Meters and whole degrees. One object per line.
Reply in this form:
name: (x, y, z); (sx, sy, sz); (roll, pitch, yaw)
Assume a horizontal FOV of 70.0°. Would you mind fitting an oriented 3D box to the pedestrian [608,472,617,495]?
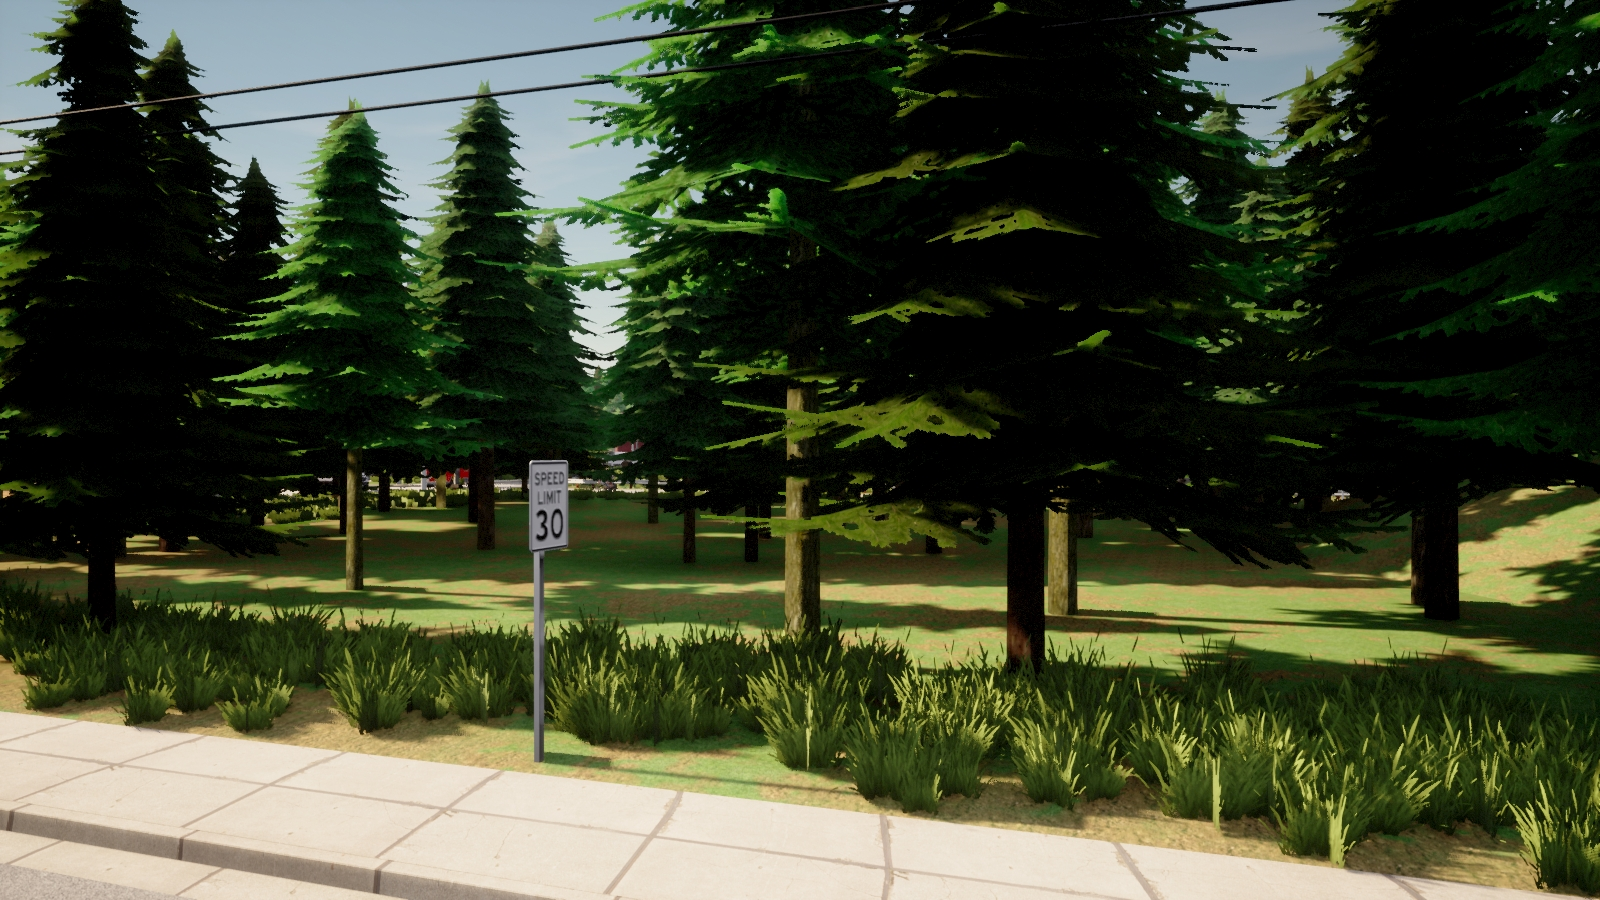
pedestrian: (-10.811, 1.950, 65.968); (0.375, 1.300, 0.375); (0, 0, 18)
